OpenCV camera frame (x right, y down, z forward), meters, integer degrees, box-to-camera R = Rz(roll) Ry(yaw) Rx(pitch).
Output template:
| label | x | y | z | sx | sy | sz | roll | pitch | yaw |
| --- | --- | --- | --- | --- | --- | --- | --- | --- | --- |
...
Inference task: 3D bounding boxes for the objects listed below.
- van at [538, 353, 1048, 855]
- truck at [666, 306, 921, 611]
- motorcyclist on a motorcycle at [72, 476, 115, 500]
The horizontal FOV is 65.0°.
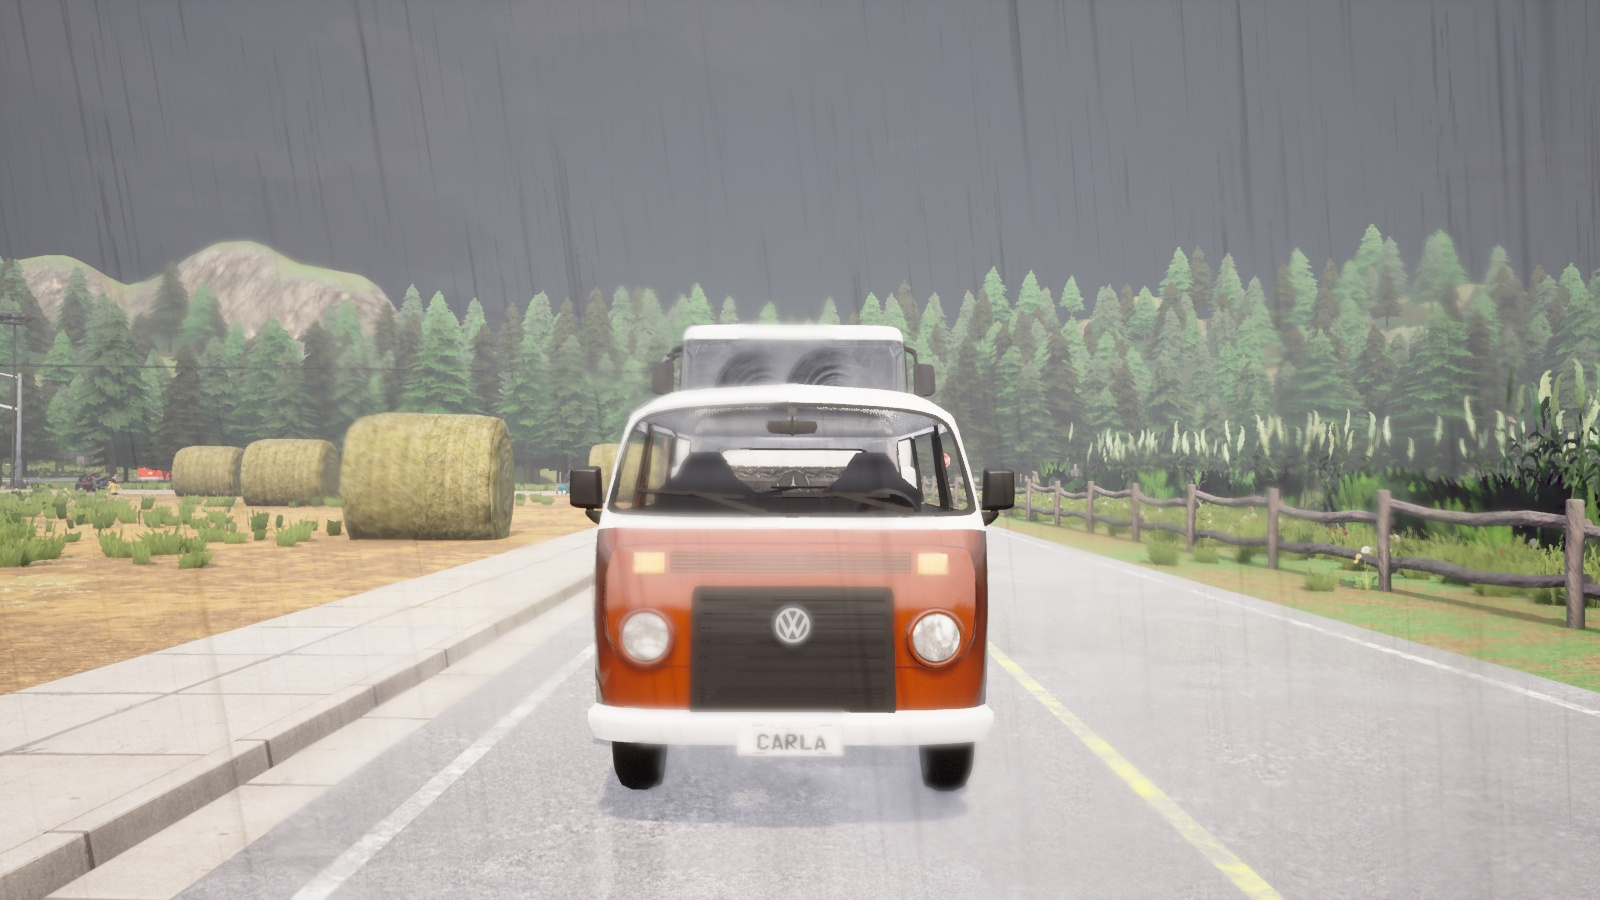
| label | x | y | z | sx | sy | sz | roll | pitch | yaw |
| --- | --- | --- | --- | --- | --- | --- | --- | --- | --- |
| van | -0.037 | 0.662 | 7.364 | 2.069 | 2.038 | 4.480 | 0 | -1 | 0 |
| truck | -0.089 | 0.136 | 18.255 | 2.891 | 3.462 | 7.936 | 0 | -1 | 0 |
| motorcyclist on a motorcycle | -44.225 | 2.378 | 78.594 | 2.191 | 1.530 | 0.866 | 0 | -1 | -3 |
